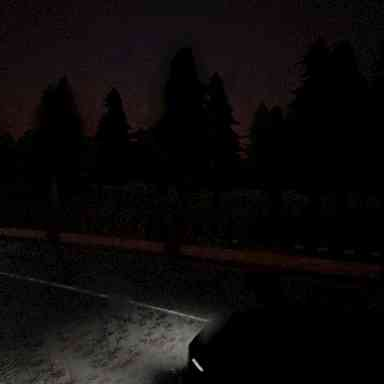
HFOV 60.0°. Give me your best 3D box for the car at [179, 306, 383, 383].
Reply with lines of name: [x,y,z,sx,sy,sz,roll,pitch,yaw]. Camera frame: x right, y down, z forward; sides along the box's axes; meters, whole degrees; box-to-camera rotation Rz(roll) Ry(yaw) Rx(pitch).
car: [2.060,1.517,2.319,4.674,1.442,1.812,0,0,35]
